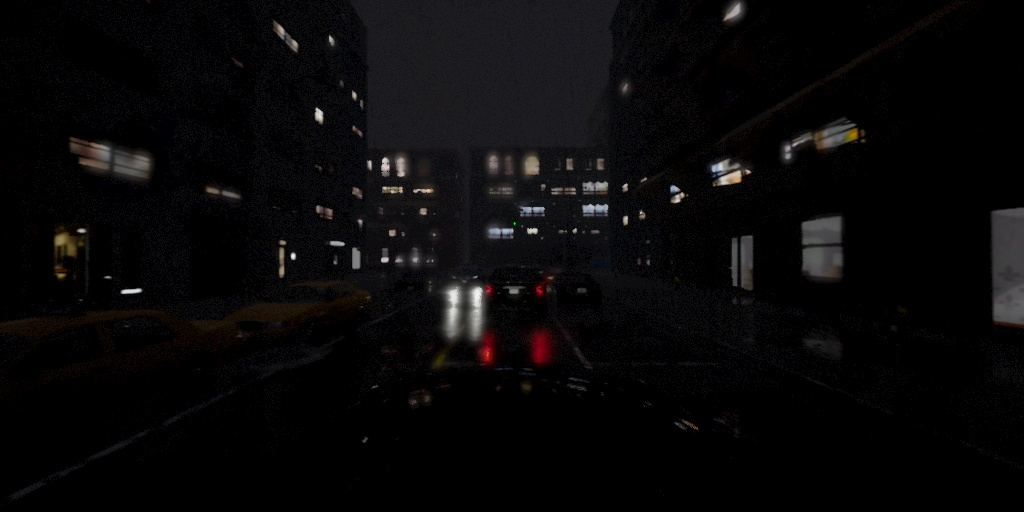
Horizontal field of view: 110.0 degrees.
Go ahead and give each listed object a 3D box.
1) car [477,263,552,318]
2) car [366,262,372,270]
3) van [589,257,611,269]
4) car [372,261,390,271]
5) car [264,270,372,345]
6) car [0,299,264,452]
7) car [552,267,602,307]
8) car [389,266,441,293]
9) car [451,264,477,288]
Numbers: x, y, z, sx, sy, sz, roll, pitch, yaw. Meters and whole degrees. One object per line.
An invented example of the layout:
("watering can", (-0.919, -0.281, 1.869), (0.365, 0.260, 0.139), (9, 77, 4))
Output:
("car", (0.076, 1.090, 13.059), (2.097, 1.767, 4.553), (0, 0, 0))
("car", (-19.675, 1.233, 43.326), (4.097, 1.591, 1.967), (0, 0, 0))
("van", (13.062, 1.012, 51.526), (3.998, 1.789, 1.690), (0, 0, 0))
("car", (-19.723, 1.429, 51.465), (4.403, 1.370, 2.007), (0, 0, 0))
("car", (-5.299, 1.265, 9.496), (1.751, 1.417, 4.829), (0, 0, 0))
("car", (-5.306, 1.272, 3.932), (1.751, 1.417, 4.829), (0, 0, 0))
("car", (2.559, 1.300, 15.258), (1.948, 1.339, 4.313), (0, 0, 0))
("car", (-5.291, 1.295, 20.795), (1.948, 1.339, 4.313), (0, 0, 0))
("car", (-2.850, 1.254, 23.771), (1.812, 1.442, 4.674), (0, 0, 0))
